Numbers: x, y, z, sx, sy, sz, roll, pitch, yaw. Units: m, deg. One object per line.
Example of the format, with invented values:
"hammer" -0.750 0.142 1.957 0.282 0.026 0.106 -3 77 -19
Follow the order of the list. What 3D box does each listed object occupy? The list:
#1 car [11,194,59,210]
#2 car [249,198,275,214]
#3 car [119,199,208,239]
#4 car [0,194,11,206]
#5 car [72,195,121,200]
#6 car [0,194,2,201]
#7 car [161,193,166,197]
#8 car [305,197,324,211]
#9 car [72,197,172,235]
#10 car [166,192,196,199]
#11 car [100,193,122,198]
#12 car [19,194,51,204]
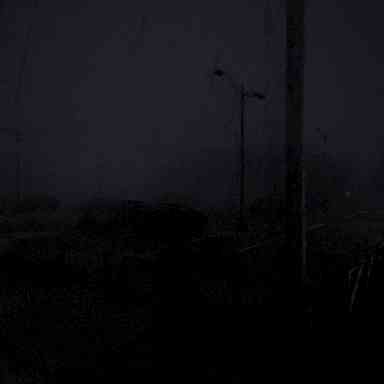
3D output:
"car" -17.065 1.221 36.922 2.007 1.523 4.514 0 0 35
"car" 7.217 1.355 33.231 1.970 1.475 3.806 0 0 35
"car" -1.044 1.317 16.286 2.007 1.523 4.514 0 0 35
"car" -26.845 0.994 44.669 1.932 1.855 4.605 0 0 35
"car" -8.915 1.265 31.139 1.845 1.501 3.633 0 0 35
"car" -41.819 1.172 68.335 1.812 1.442 4.674 0 0 35
"car" -3.812 1.007 49.723 1.905 1.878 3.866 0 0 35
"car" 13.924 1.351 37.587 1.845 1.501 3.633 0 0 35
"car" -3.640 1.301 18.048 2.152 1.636 5.027 0 0 35
"car" -1.198 1.034 48.389 1.932 1.855 4.605 0 0 35
"car" -14.278 1.056 57.083 2.152 1.636 5.027 0 0 35
"car" -26.764 1.179 56.851 2.007 1.523 4.514 0 0 35
